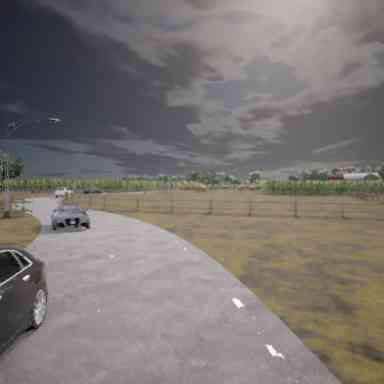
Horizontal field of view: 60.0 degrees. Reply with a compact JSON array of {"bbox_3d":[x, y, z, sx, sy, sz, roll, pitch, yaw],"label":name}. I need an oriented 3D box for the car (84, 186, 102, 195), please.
[{"bbox_3d":[-23.859,-0.317,80.157,2.150,2.045,5.566,-1,1,14],"label":"car"}]

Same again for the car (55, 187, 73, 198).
[{"bbox_3d":[-24.846,0.016,64.745,2.150,2.045,5.566,0,1,-4],"label":"car"}]

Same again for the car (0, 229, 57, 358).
[{"bbox_3d":[-3.244,1.518,3.996,1.837,1.490,4.892,0,0,-7],"label":"car"}]

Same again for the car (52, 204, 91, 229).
[{"bbox_3d":[-7.255,1.428,19.799,1.994,1.385,4.181,0,1,-24],"label":"car"}]
